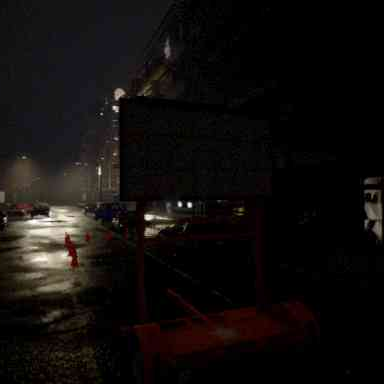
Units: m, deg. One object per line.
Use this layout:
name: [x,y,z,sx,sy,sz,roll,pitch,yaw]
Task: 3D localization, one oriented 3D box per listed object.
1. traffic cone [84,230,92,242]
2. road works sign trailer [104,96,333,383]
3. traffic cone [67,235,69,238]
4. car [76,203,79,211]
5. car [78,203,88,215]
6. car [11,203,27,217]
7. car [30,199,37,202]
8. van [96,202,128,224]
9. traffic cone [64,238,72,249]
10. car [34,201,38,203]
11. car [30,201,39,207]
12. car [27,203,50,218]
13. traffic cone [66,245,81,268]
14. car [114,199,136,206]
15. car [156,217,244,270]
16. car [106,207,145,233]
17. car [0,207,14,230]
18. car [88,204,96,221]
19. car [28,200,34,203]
traffic cone: [-5.245,2.199,16.708,0.340,0.580,0.340,0,-1,-23]
road works sign trailer: [0.092,0.521,4.876,2.380,3.560,2.880,0,-1,-23]
traffic cone: [-5.381,2.173,14.476,0.340,0.580,0.340,0,-1,-23]
car: [-17.262,2.343,52.453,2.008,1.369,4.403,0,-1,-23]
car: [-12.923,2.177,42.275,2.008,1.369,4.403,0,-1,-23]
car: [-20.565,2.174,38.833,1.752,1.417,4.829,0,-1,-23]
car: [-37.673,2.639,78.960,2.192,1.841,5.009,0,-1,-23]
van: [-6.417,1.722,27.010,1.690,1.788,3.998,0,-1,-23]
traffic cone: [-4.597,2.145,12.637,0.340,0.580,0.340,0,-1,-23]
car: [-23.688,2.457,53.023,1.895,1.301,4.718,0,-1,-23]
car: [-39.836,2.978,84.037,1.947,1.339,4.313,0,-1,-23]
car: [-17.256,2.208,37.793,1.895,1.301,4.718,0,-1,-23]
traffic cone: [-3.812,2.116,10.797,0.340,0.580,0.340,0,-1,-23]
car: [-14.996,2.401,74.516,4.403,1.369,2.008,-1,0,-24]
car: [0.093,1.579,11.742,1.967,1.590,4.097,0,-1,-23]
car: [-4.245,1.882,21.919,1.802,1.307,4.206,0,-1,-23]
car: [-14.124,1.988,23.722,1.802,1.307,4.206,0,-1,-23]
car: [-8.585,1.902,32.098,1.967,1.590,4.097,0,-1,-23]
car: [-24.971,2.362,49.167,1.887,1.381,4.507,0,-1,-23]
